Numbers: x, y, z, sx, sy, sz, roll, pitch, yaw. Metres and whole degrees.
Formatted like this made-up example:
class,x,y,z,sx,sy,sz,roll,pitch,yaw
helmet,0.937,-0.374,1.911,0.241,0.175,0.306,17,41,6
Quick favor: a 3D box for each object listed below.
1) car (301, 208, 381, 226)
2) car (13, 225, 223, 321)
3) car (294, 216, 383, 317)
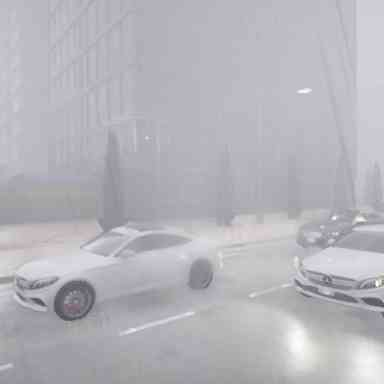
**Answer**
class,x,y,z,sx,sy,sz,roll,pitch,yaw
car,6.142,1.424,13.300,4.902,1.511,2.128,0,0,-38
car,-1.348,1.511,7.426,4.674,1.442,1.812,0,0,-38
car,4.216,1.485,7.347,4.674,1.442,1.812,0,0,-38
